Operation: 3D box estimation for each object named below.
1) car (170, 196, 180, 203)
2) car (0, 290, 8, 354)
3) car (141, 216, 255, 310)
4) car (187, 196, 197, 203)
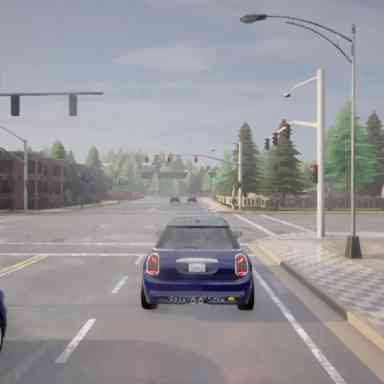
[{"bbox_3d":[-3.463,1.503,68.266,1.837,1.490,4.892,0,0,0],"label":"car"},{"bbox_3d":[-3.441,1.478,2.522,1.882,1.535,5.008,0,0,0],"label":"car"},{"bbox_3d":[0.158,1.352,7.976,2.097,1.767,4.553,0,0,2],"label":"car"},{"bbox_3d":[0.037,1.503,68.264,1.837,1.490,4.892,0,0,0],"label":"car"}]
